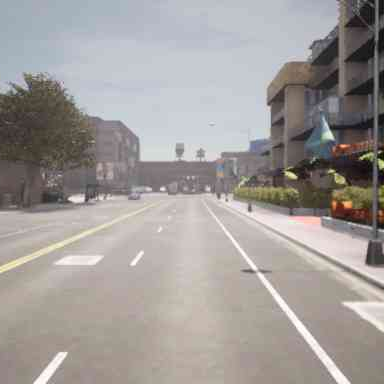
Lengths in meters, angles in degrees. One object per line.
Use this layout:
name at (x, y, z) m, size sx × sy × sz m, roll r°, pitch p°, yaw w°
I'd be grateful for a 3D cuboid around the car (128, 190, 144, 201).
car at (-10.406, 0.833, 60.595) m, size 1.812 × 1.442 × 4.674 m, roll 0°, pitch 1°, yaw 0°
